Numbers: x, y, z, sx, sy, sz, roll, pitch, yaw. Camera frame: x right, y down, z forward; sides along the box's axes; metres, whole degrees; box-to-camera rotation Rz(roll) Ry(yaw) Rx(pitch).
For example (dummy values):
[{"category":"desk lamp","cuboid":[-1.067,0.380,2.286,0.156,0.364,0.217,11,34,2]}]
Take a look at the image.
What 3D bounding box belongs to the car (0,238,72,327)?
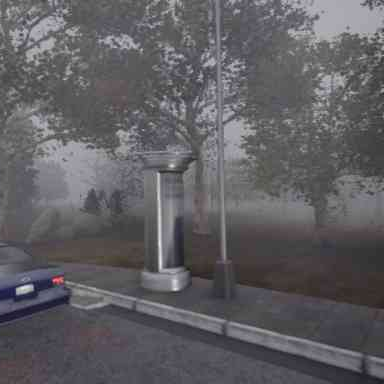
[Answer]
[{"category":"car","cuboid":[-4.687,1.604,6.703,5.357,1.411,2.033,0,0,35]}]
